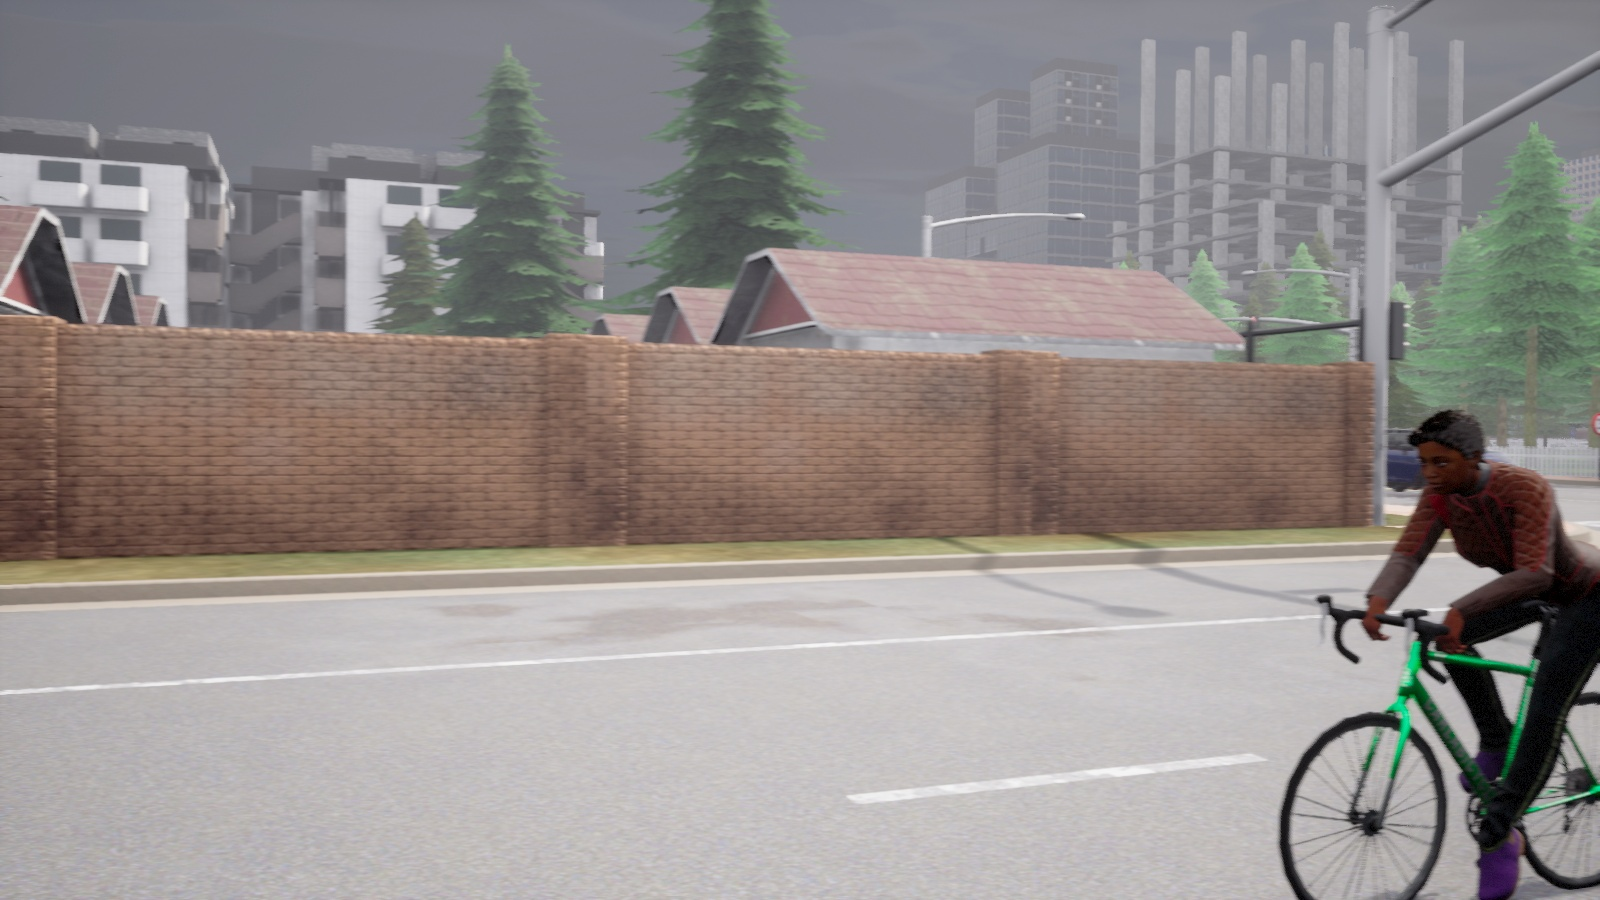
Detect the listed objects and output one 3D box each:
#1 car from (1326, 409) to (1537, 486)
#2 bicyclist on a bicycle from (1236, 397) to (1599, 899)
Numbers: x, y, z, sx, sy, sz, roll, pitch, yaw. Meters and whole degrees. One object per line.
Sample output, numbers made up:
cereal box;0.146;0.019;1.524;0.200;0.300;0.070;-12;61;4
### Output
car;15.729;-0.103;31.566;2.097;1.767;4.553;-1;1;-19
bicyclist on a bicycle;2.309;0.647;4.115;1.656;1.620;0.582;-1;1;-21
